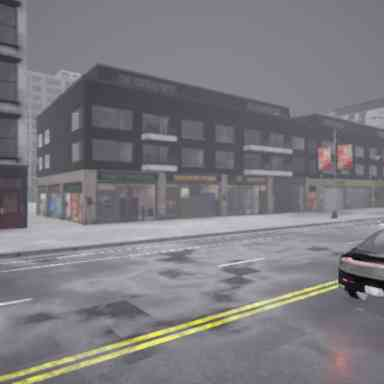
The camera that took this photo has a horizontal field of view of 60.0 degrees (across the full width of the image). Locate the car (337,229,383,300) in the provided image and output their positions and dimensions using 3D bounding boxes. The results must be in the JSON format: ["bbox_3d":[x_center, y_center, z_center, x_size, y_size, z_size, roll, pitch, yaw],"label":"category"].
[{"bbox_3d":[5.094,1.496,7.170,4.902,1.511,2.128,0,0,-36],"label":"car"}]
